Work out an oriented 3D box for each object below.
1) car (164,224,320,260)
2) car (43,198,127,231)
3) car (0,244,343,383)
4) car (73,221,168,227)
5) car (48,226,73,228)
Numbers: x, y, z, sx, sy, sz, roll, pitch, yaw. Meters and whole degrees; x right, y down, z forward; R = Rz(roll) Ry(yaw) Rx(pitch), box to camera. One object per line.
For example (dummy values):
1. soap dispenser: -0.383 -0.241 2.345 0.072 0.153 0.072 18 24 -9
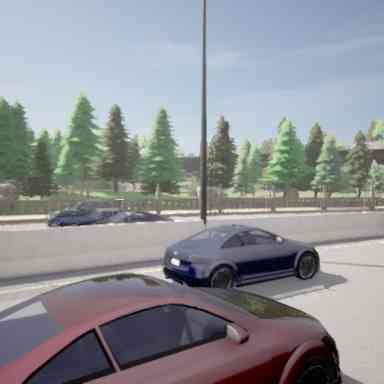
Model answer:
1. car: 1.334 1.539 8.536 4.181 1.385 1.994 0 0 -32
2. car: -6.501 1.280 20.329 4.553 1.767 2.097 0 0 -31
3. car: -0.444 1.552 3.242 4.181 1.385 1.994 0 0 -34
4. car: -2.670 1.515 14.492 4.181 1.385 1.994 0 0 -31
5. car: -4.746 1.540 17.366 4.718 1.301 1.895 0 0 -32
